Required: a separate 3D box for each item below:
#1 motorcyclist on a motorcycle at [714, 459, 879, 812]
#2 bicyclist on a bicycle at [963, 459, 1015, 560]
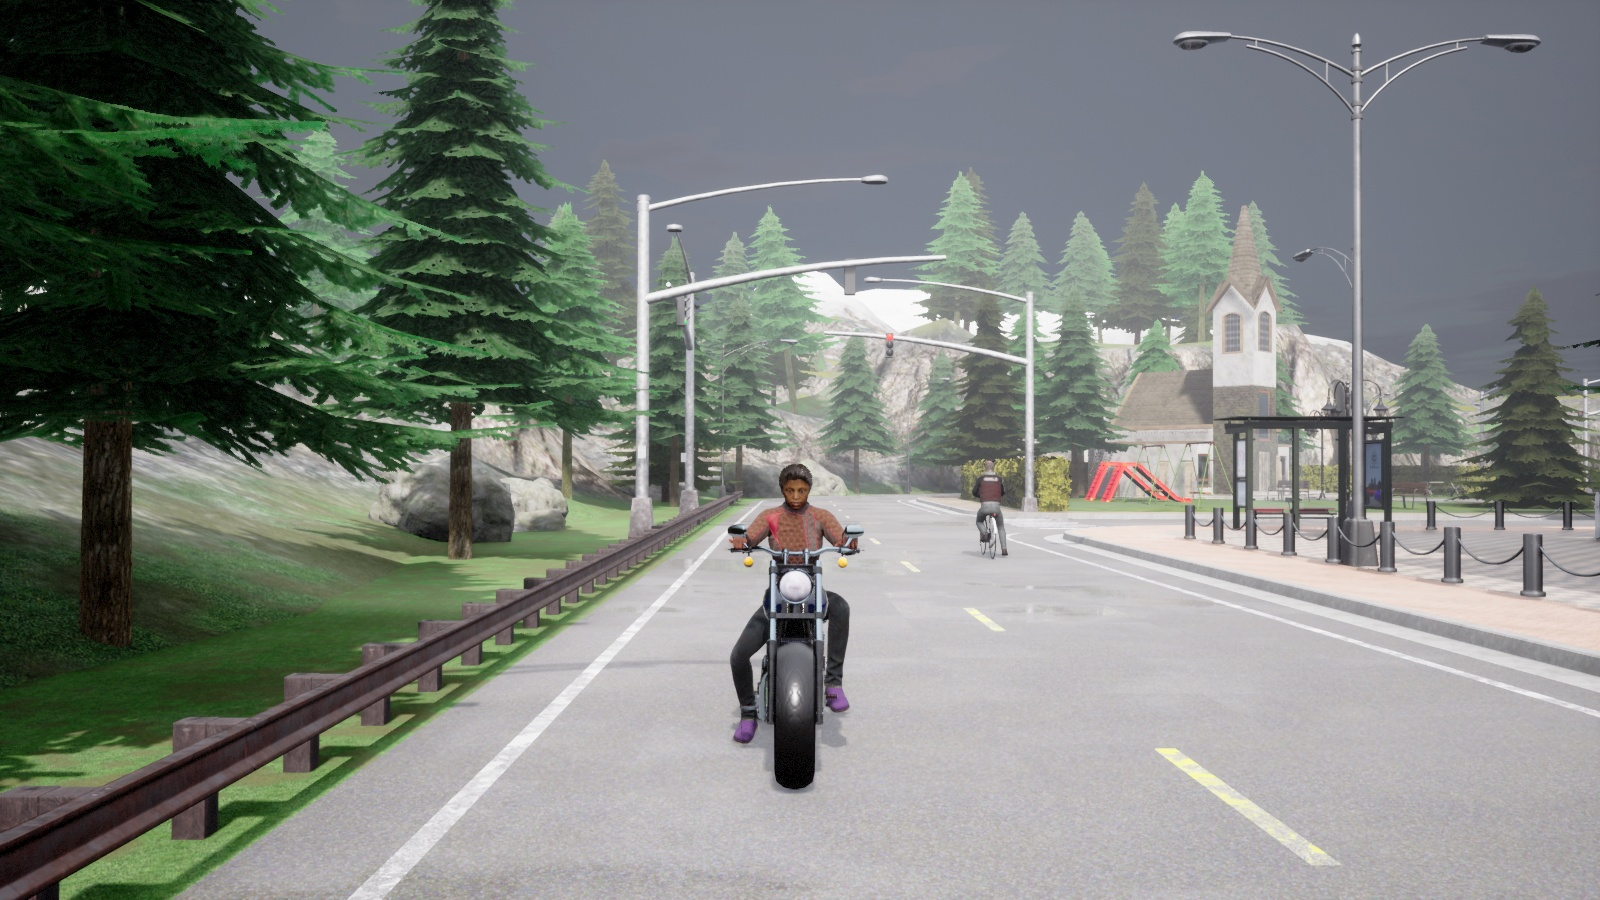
[{"bbox_3d":[-0.019,0.883,7.064,0.766,1.649,2.350,0,-1,0],"label":"motorcyclist on a motorcycle"},{"bbox_3d":[3.438,1.056,22.945,0.659,1.776,1.843,0,-1,0],"label":"bicyclist on a bicycle"}]
